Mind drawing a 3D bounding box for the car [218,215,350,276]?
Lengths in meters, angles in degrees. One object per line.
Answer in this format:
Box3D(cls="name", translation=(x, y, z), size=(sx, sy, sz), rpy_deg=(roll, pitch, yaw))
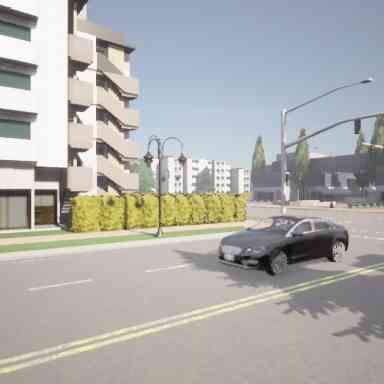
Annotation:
Box3D(cls="car", translation=(2.998, 1.500, 10.438), size=(4.902, 1.511, 2.128), rpy_deg=(0, 0, -36))
